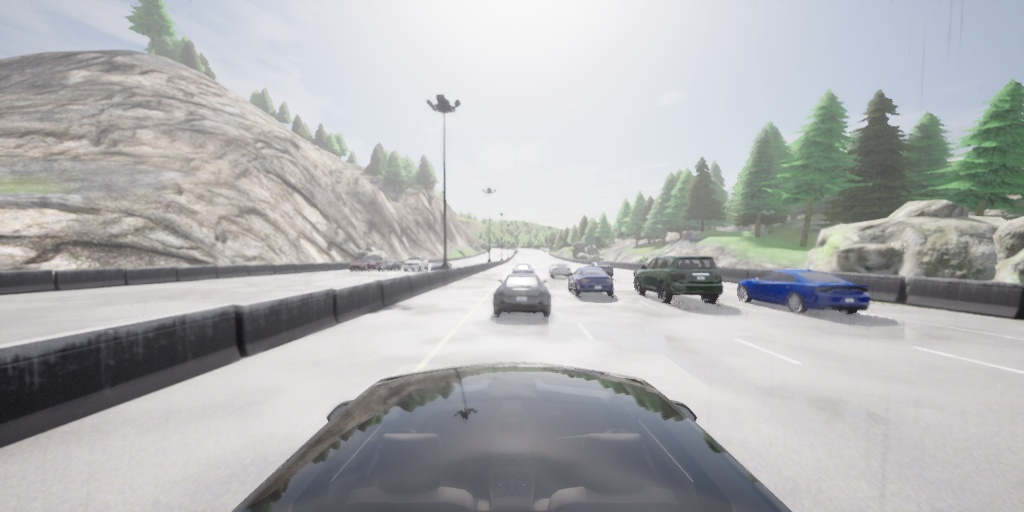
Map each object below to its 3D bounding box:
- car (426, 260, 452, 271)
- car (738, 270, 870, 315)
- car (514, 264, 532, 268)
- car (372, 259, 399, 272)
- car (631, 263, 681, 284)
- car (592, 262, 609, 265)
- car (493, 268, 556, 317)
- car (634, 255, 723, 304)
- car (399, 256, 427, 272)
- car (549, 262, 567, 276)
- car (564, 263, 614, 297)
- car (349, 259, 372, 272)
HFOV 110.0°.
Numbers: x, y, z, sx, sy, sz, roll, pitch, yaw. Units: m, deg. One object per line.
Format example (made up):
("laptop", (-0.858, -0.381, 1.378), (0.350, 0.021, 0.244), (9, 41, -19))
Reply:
("car", (-9.179, 1.346, 46.936), (2.033, 1.411, 5.357), (0, 0, 2))
("car", (10.918, 1.266, 13.956), (1.882, 1.535, 5.008), (0, 0, 2))
("car", (0.907, 1.339, 29.117), (2.033, 1.411, 5.357), (0, 0, 2))
("car", (-16.157, 1.276, 47.525), (2.128, 1.511, 4.902), (0, 0, 2))
("car", (11.401, 1.363, 28.779), (2.033, 1.411, 5.357), (0, 0, 2))
("car", (8.059, 1.306, 33.200), (2.128, 1.511, 4.902), (0, 0, 2))
("car", (0.389, 1.327, 13.356), (1.994, 1.385, 4.181), (0, 0, 2))
("car", (7.524, 1.003, 16.768), (2.150, 2.045, 5.566), (0, -1, 2))
("car", (-12.658, 1.016, 47.516), (2.150, 2.045, 5.566), (0, -1, 2))
("car", (4.595, 1.334, 34.281), (1.812, 1.442, 4.674), (0, 0, 2))
("car", (4.098, 1.307, 19.023), (1.812, 1.442, 4.674), (0, 0, 2))
("car", (-19.660, 1.126, 47.416), (2.097, 1.767, 4.553), (0, 0, 2))
